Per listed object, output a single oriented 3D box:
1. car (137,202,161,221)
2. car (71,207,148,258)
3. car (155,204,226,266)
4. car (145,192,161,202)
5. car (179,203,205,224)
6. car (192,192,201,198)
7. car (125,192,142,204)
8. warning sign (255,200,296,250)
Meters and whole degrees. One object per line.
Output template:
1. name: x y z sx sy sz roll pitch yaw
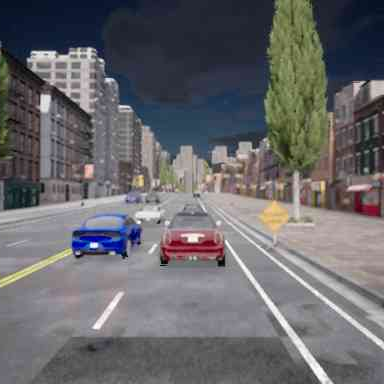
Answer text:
1. car: -3.219 1.736 26.607 1.895 1.301 4.718 0 0 1
2. car: -3.201 1.603 13.405 1.882 1.535 5.008 0 0 0
3. car: 0.042 1.470 12.208 2.097 1.767 4.553 0 0 0
4. car: -6.582 0.972 56.566 2.150 2.045 5.566 0 1 0
5. car: 0.039 1.697 27.389 1.994 1.385 4.181 0 0 0
6. car: 1.106 0.747 82.923 1.882 1.535 5.008 0 1 0
7. car: -9.828 0.972 56.562 2.150 2.045 5.566 0 1 1
8. warning sign: 3.208 1.241 12.929 1.300 1.860 1.060 -1 -1 0
